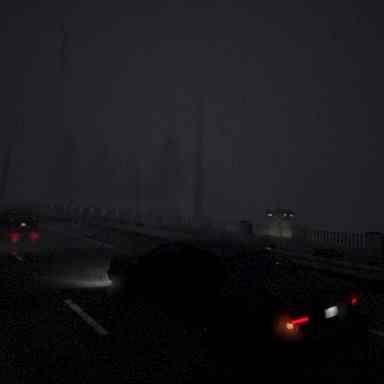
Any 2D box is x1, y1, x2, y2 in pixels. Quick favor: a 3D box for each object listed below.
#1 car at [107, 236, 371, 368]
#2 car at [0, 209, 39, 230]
[{"bbox_3d":[0.253,1.553,6.174,2.033,1.411,5.357,0,0,-36],"label":"car"},{"bbox_3d":[-11.889,1.773,22.622,1.895,1.301,4.718,0,-1,-36],"label":"car"}]
